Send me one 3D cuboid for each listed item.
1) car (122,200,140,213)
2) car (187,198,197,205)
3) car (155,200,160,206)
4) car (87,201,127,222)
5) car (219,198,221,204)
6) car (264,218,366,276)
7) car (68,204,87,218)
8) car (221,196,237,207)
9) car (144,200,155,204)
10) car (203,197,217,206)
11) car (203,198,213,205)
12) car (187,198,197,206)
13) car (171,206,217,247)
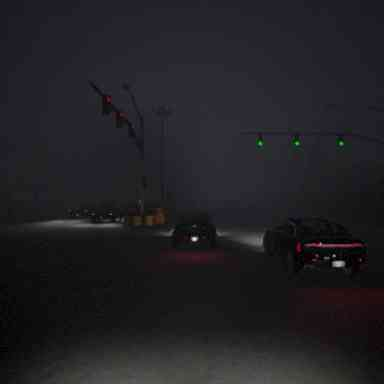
[{"bbox_3d":[-7.083,1.860,37.383,1.895,1.301,4.718,0,0,0],"label":"car"},{"bbox_3d":[0.011,2.031,70.848,2.033,1.411,5.357,0,0,0],"label":"car"},{"bbox_3d":[-6.997,2.017,60.073,1.895,1.301,4.718,0,0,0],"label":"car"},{"bbox_3d":[-7.095,1.722,28.283,1.812,1.442,4.674,0,0,0],"label":"car"},{"bbox_3d":[7.011,1.736,70.823,2.097,1.767,4.553,0,0,0],"label":"car"},{"bbox_3d":[3.602,1.566,10.590,2.128,1.511,4.902,0,0,0],"label":"car"},{"bbox_3d":[-10.591,1.830,32.991,1.895,1.301,4.718,0,0,0],"label":"car"},{"bbox_3d":[7.009,1.780,61.652,2.097,1.767,4.553,0,0,0],"label":"car"},{"bbox_3d":[-7.023,1.879,47.753,2.033,1.411,5.357,0,0,1],"label":"car"},{"bbox_3d":[3.509,1.790,63.117,2.097,1.767,4.553,0,0,0],"label":"car"},{"bbox_3d":[3.512,2.009,73.397,1.837,1.490,4.892,0,0,1],"label":"car"},{"bbox_3d":[0.011,1.912,60.544,2.128,1.511,4.902,0,0,0],"label":"car"},{"bbox_3d":[0.103,1.613,15.546,1.837,1.490,4.892,0,0,0],"label":"car"}]
